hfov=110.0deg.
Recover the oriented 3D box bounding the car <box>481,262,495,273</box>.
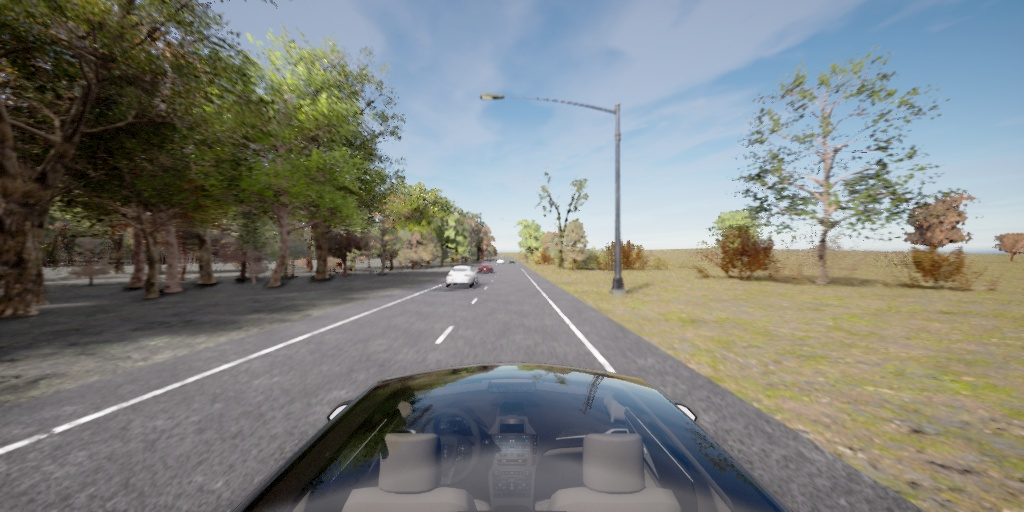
[{"bbox_3d":[-3.476,1.558,48.512,1.812,1.442,4.674,0,0,0],"label":"car"}]

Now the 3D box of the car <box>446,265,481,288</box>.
[{"bbox_3d":[-3.488,1.422,25.574,1.812,1.442,4.674,0,0,0],"label":"car"}]
